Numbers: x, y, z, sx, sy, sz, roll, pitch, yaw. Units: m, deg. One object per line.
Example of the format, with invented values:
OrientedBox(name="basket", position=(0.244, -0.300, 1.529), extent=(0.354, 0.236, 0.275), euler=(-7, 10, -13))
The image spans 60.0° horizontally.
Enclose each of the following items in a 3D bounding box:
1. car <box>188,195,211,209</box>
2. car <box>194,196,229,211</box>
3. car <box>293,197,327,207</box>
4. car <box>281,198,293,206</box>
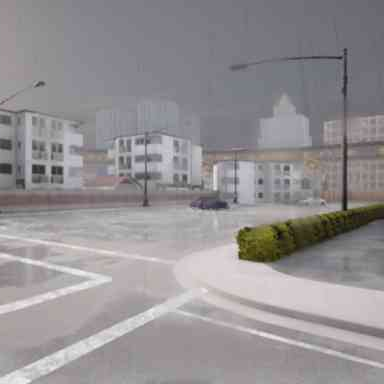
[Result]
OrientedBox(name="car", position=(1.559, 1.334, 44.015), extent=(2.097, 1.767, 4.553), euler=(0, 0, 42))
OrientedBox(name="car", position=(2.664, 1.548, 39.958), extent=(1.994, 1.385, 4.181), euler=(0, 0, 39))
OrientedBox(name="car", position=(18.605, 1.530, 51.559), extent=(4.674, 1.442, 1.812), euler=(0, 0, -18))
OrientedBox(name="car", position=(17.515, 1.577, 54.885), extent=(5.357, 1.411, 2.033), euler=(0, 0, -18))
